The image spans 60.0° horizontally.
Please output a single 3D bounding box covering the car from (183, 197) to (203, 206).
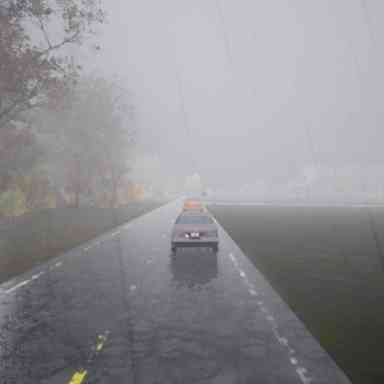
[{"bbox_3d":[0.107,1.297,36.655,2.097,1.767,4.553,0,0,0],"label":"car"}]

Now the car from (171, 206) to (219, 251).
[{"bbox_3d":[0.103,1.524,14.051,2.033,1.411,5.357,0,0,0],"label":"car"}]
